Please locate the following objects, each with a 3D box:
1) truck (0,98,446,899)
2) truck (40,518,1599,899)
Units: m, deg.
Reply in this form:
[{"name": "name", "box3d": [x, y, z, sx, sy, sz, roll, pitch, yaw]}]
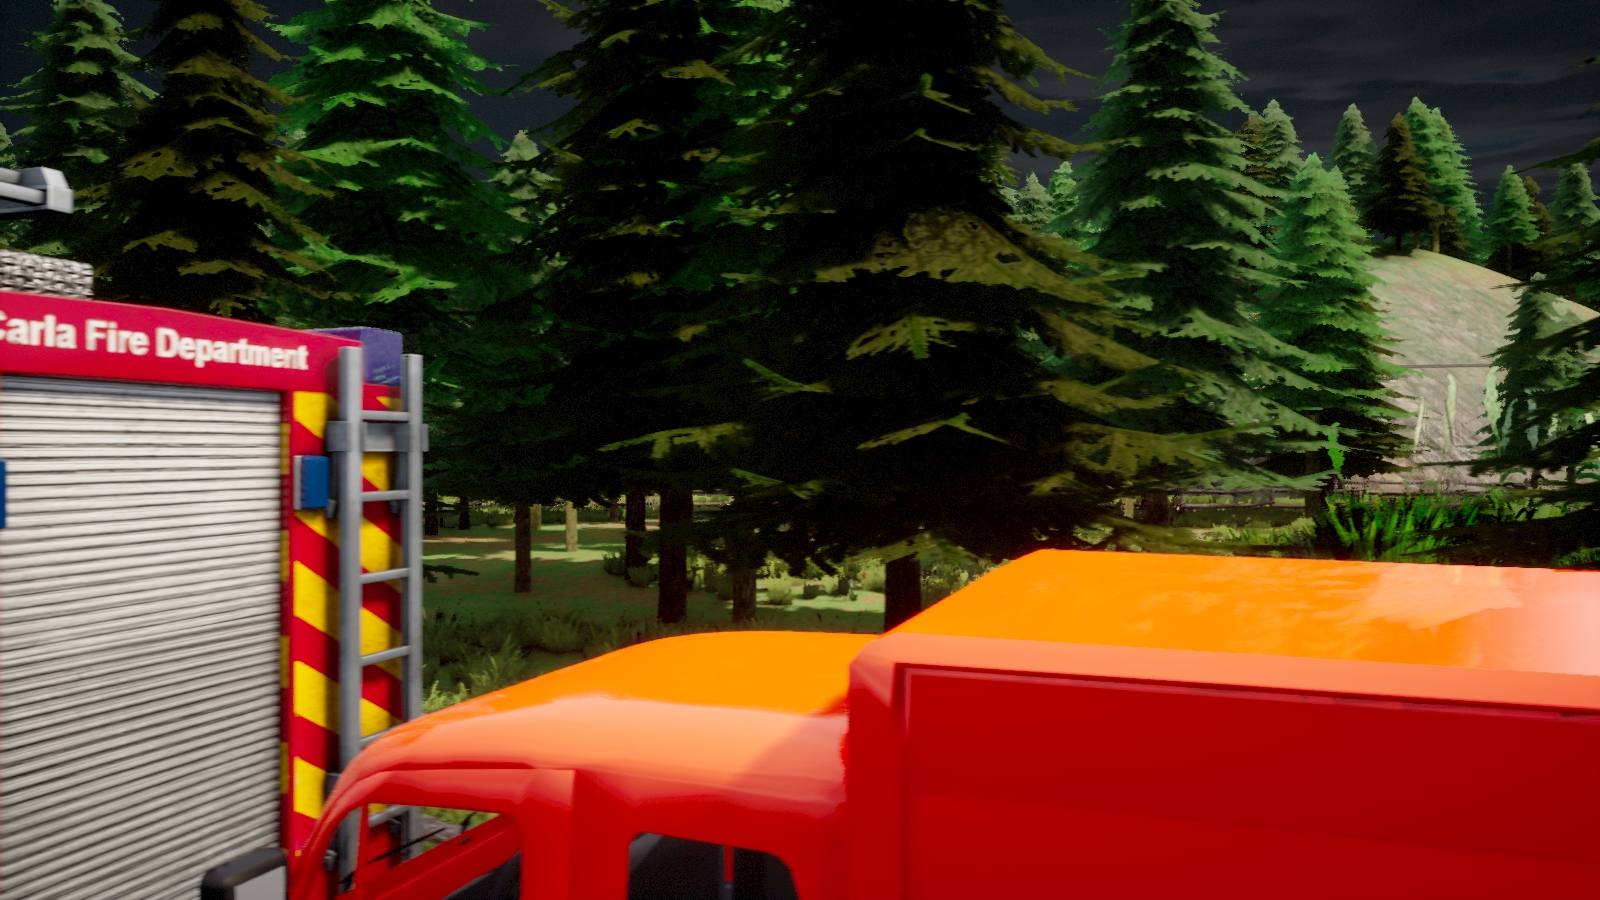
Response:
[{"name": "truck", "box3d": [-6.172, 0.857, 5.502, 8.468, 3.827, 2.891, 0, 0, 19]}, {"name": "truck", "box3d": [1.187, 1.533, 2.908, 5.204, 2.467, 2.627, 0, 0, 20]}]
